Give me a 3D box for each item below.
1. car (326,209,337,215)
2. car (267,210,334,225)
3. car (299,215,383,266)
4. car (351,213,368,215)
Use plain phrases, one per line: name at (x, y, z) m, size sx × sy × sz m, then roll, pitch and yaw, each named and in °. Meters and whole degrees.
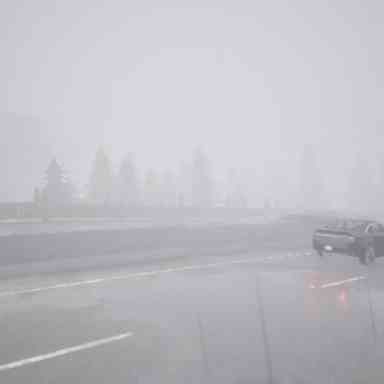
car at (10.973, 2.311, 29.002) m, size 4.553 × 1.767 × 2.097 m, roll 3°, pitch -2°, yaw -35°
car at (6.918, 2.102, 21.817) m, size 4.892 × 1.490 × 1.837 m, roll 3°, pitch -2°, yaw -35°
car at (6.648, 1.819, 12.788) m, size 4.902 × 1.511 × 2.128 m, roll 3°, pitch -2°, yaw -35°
car at (19.751, 3.201, 39.532) m, size 4.718 × 1.301 × 1.895 m, roll 3°, pitch -2°, yaw -35°
